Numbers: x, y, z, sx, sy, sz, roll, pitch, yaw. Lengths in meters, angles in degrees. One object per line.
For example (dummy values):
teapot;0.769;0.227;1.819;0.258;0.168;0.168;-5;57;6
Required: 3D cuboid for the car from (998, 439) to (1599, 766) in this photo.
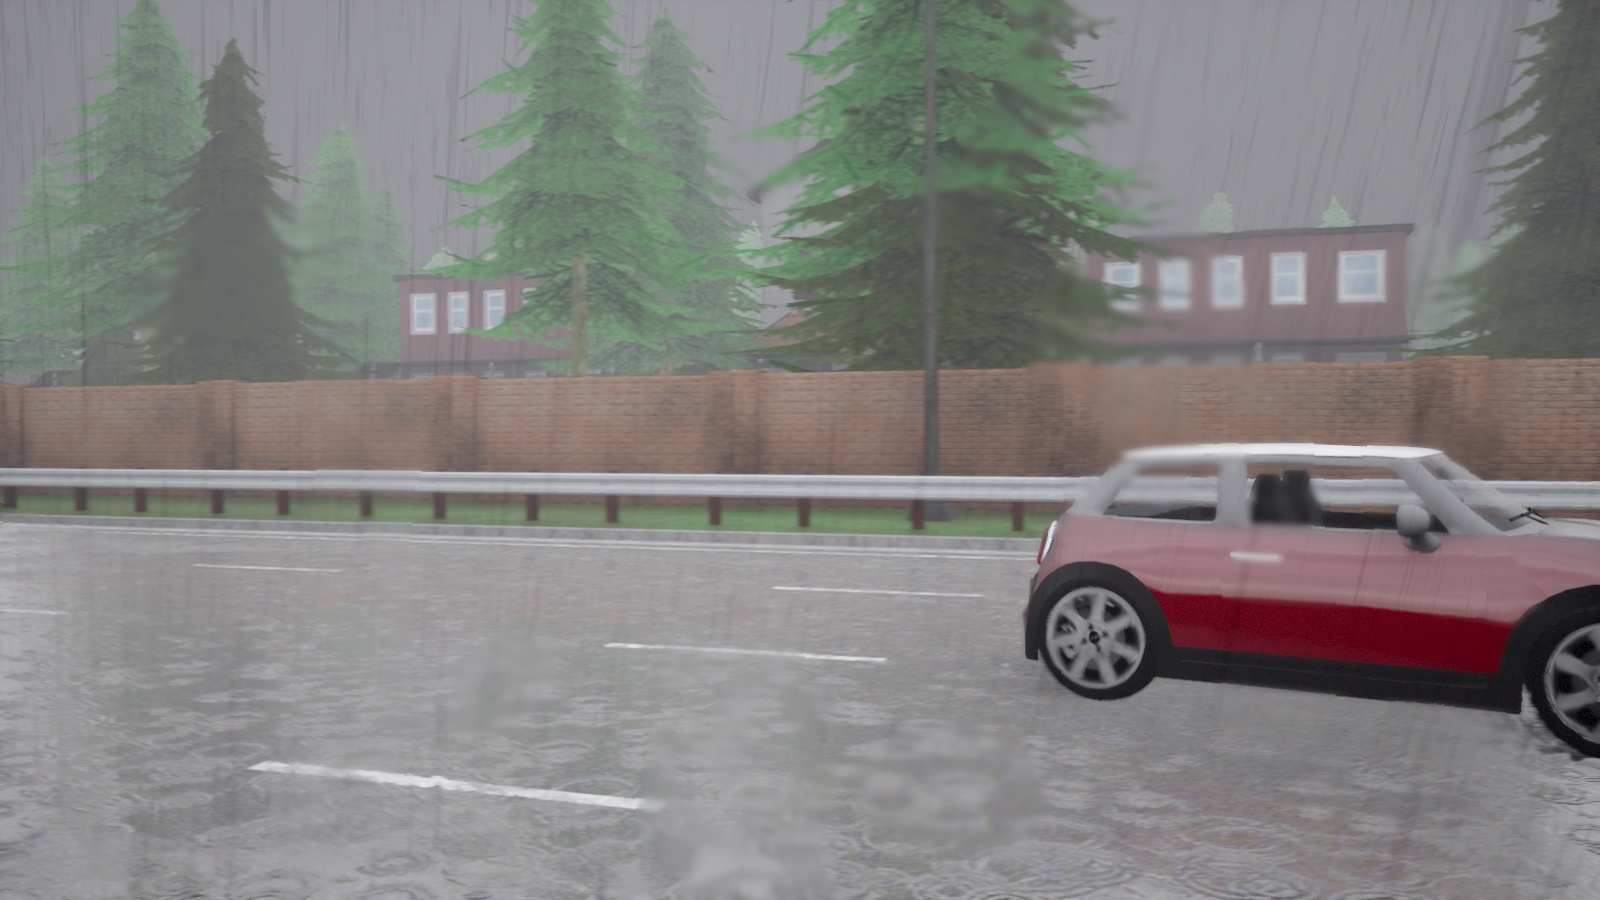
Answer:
car;3.300;0.689;7.177;3.806;1.475;1.970;1;1;33
